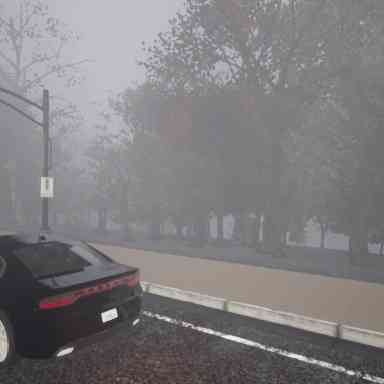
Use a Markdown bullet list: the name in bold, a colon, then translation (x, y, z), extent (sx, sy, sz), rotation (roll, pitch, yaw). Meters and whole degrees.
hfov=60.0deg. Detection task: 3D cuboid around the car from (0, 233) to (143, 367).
- **car**: translation (-3.076, 1.477, 5.871), extent (5.008, 1.535, 1.882), rotation (0, 0, 37)
